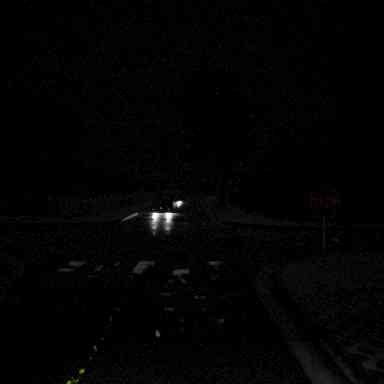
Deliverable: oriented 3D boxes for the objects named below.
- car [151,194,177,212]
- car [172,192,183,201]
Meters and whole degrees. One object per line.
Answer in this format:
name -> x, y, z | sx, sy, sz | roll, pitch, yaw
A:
car -> -2.754, 1.206, 31.579 | 1.994, 1.385, 4.181 | 0, 1, 0
car -> -2.640, 0.722, 56.929 | 2.128, 1.511, 4.902 | 0, 1, 3
